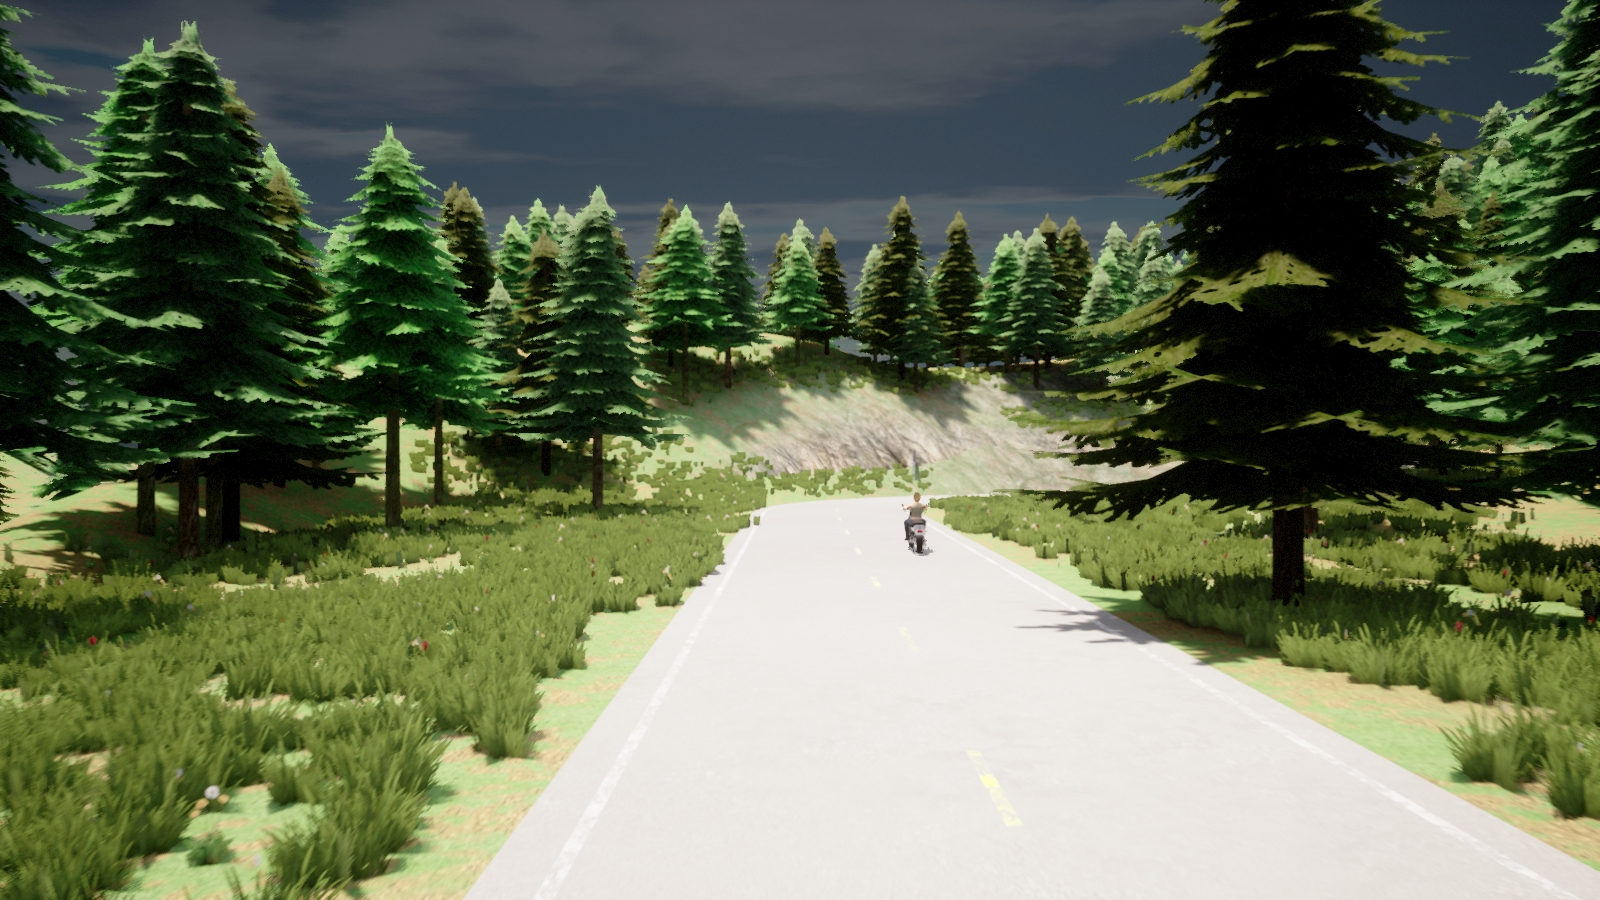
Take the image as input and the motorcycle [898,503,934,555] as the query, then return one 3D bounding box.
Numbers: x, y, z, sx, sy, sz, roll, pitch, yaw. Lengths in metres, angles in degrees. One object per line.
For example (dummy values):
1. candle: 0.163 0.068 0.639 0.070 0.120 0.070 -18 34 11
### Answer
1. motorcycle: 3.194 2.155 31.644 0.764 1.277 2.356 0 0 0
